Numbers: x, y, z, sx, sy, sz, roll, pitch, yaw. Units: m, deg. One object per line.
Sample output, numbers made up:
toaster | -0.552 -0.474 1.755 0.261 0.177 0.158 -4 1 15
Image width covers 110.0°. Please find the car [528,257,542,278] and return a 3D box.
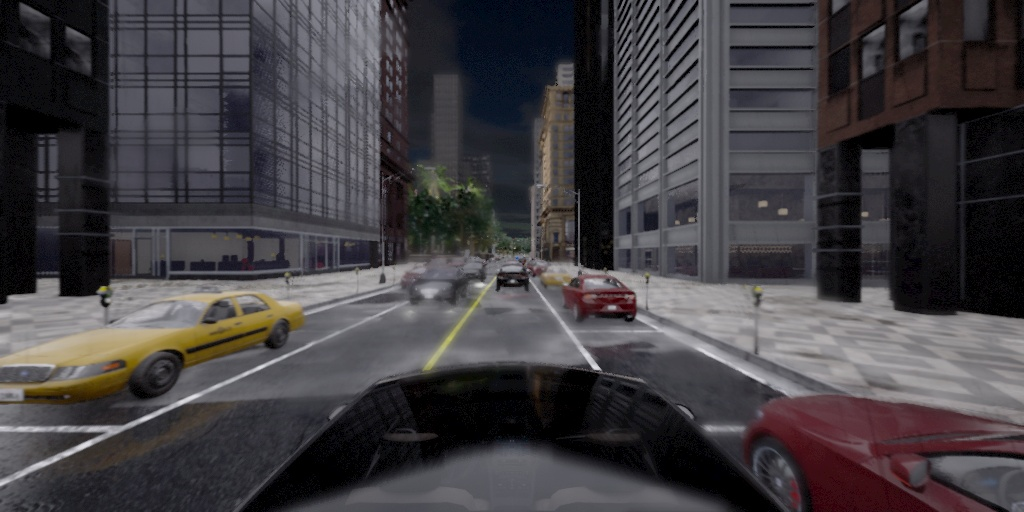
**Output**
car | 2.752 1.171 33.820 1.967 1.591 4.097 0 0 0

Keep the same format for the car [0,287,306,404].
car | -5.764 1.272 6.528 1.751 1.417 4.829 0 0 0

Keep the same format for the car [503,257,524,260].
car | 0.080 1.208 42.466 1.882 1.535 5.008 0 0 0

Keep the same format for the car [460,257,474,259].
car | -5.774 1.046 39.254 2.192 1.841 5.009 0 0 0

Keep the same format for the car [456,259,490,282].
car | -3.008 1.239 28.574 1.837 1.490 4.892 0 0 0

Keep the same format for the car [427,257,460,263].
car | -5.771 1.048 28.402 2.192 1.841 5.009 0 0 0

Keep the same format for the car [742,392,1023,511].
car | 2.763 1.332 1.270 1.802 1.307 4.207 0 0 0

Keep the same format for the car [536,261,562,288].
car | 2.756 1.261 23.140 1.751 1.417 4.829 0 0 0

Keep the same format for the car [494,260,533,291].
car | 0.058 1.213 21.902 1.882 1.535 5.008 0 0 1

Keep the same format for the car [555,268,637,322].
car | 2.759 1.287 12.120 1.888 1.381 4.507 0 0 0

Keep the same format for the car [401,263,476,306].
car | -3.054 1.231 15.726 2.128 1.511 4.902 0 0 0

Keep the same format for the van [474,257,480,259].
van | -5.779 1.071 55.532 1.690 1.789 3.998 0 0 0

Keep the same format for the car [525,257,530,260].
car | 2.751 1.170 39.245 1.967 1.591 4.097 0 0 0
